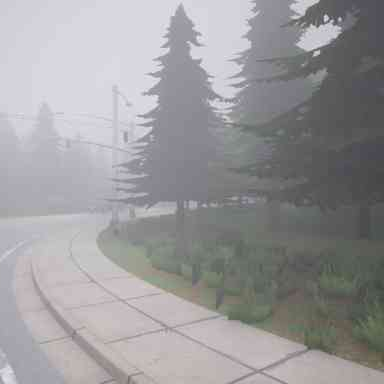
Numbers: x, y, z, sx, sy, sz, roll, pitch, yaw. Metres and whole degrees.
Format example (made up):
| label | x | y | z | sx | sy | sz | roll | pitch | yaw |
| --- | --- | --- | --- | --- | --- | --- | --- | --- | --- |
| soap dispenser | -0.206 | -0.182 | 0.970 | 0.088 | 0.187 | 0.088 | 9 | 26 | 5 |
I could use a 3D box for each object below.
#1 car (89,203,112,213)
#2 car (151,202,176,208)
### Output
| label | x | y | z | sx | sy | sz | roll | pitch | yaw |
| --- | --- | --- | --- | --- | --- | --- | --- | --- | --- |
| car | -9.140 | 1.491 | 36.517 | 2.128 | 1.511 | 4.902 | 0 | 0 | 27 |
| car | -3.950 | 1.526 | 46.434 | 1.812 | 1.442 | 4.674 | 0 | 0 | 28 |
